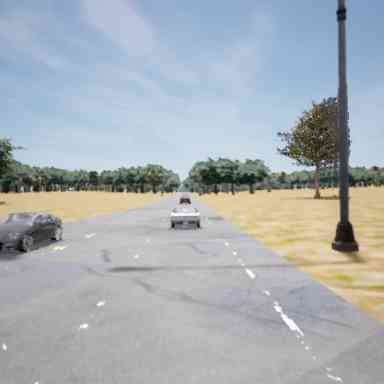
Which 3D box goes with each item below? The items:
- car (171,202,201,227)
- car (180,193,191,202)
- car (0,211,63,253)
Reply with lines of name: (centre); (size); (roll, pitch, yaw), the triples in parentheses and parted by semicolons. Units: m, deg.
car: (-0.444, 1.611, 22.782); (1.895, 1.301, 4.718); (-1, 0, -1)
car: (-1.254, 1.373, 61.693); (1.882, 1.535, 5.008); (-1, 0, -1)
car: (-7.184, 1.603, 14.233); (2.128, 1.511, 4.902); (-1, 0, 0)
